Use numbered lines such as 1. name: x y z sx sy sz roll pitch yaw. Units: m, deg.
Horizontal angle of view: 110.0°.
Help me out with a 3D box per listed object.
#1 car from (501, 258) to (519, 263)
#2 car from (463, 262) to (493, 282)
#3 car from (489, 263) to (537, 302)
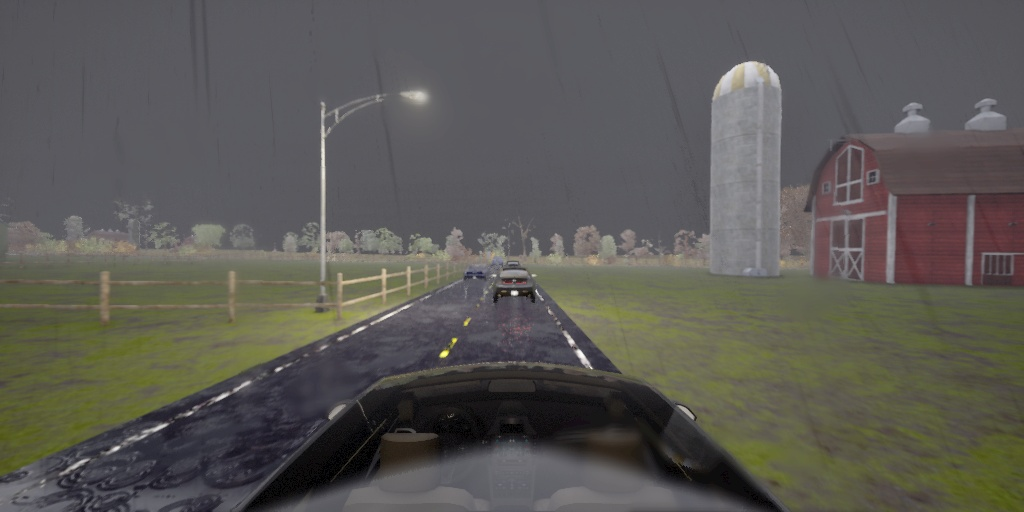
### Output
1. car: 0.104 1.253 38.237 1.837 1.490 4.892 0 0 0
2. car: -2.844 1.347 29.504 1.895 1.301 4.718 0 0 0
3. car: 0.103 1.251 16.887 1.837 1.490 4.892 0 0 0
